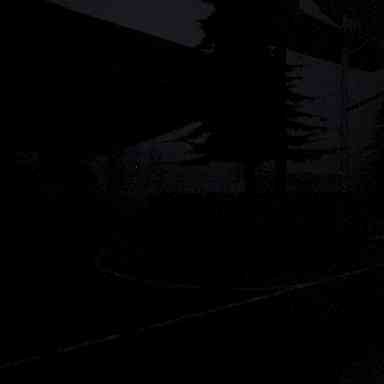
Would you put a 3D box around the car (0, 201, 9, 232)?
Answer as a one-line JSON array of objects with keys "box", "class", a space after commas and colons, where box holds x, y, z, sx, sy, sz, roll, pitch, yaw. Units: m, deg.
[{"box": [-11.963, 1.480, 16.497, 4.611, 1.667, 2.242, 0, 0, -36], "class": "car"}]

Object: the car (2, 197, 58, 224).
[{"box": [-11.758, 1.309, 23.627, 3.866, 1.878, 1.905, 0, 0, -36], "class": "car"}]
